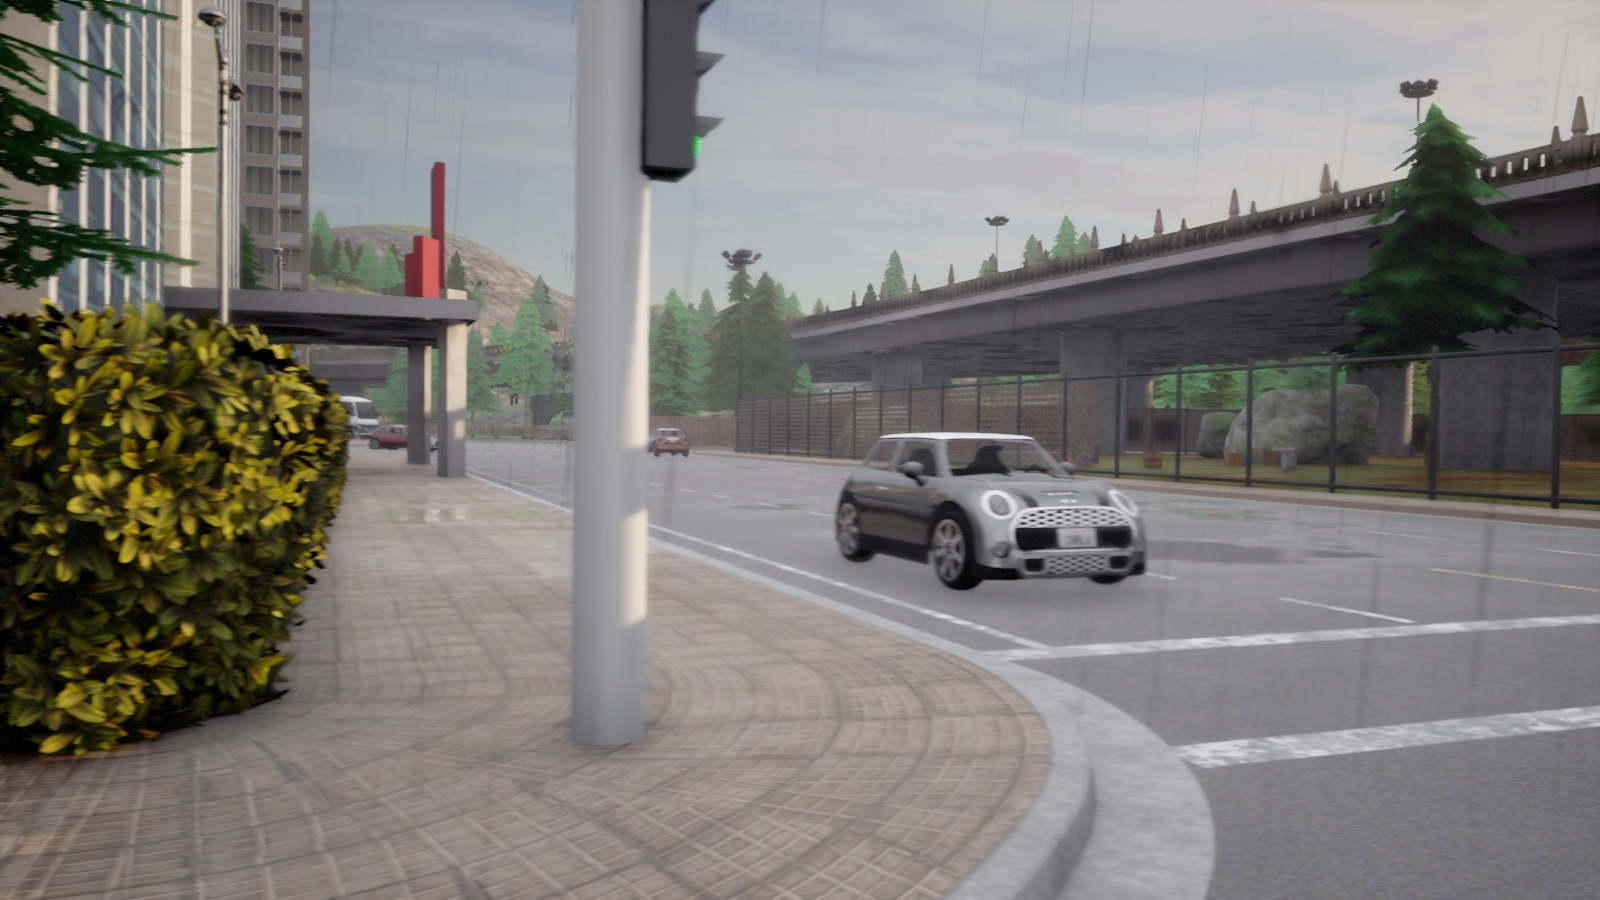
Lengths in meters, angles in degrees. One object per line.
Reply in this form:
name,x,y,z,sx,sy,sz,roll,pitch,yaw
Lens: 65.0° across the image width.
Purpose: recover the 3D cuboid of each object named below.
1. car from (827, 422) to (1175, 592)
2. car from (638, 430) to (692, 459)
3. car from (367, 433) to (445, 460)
car,1.910,0.473,13.181,1.970,1.475,3.806,-1,1,-21
car,-7.229,-0.304,67.149,1.970,1.475,3.806,-1,1,-21
car,-22.344,-0.198,71.295,3.806,1.475,1.970,0,1,20
